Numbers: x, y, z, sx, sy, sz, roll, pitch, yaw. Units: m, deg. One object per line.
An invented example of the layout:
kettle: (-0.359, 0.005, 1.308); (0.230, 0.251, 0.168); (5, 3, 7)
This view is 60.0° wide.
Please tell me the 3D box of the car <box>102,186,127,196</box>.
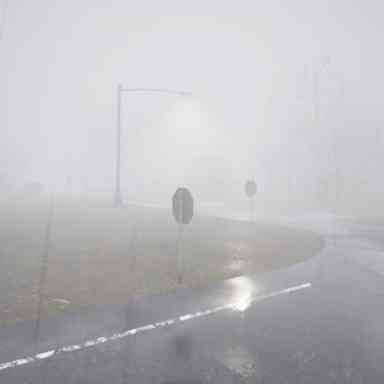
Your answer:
car: (-11.799, -0.253, 51.755); (1.882, 1.535, 5.008); (0, 2, -36)

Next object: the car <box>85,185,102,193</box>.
car: (-17.635, -0.576, 59.880); (1.882, 1.535, 5.008); (0, 2, -36)
